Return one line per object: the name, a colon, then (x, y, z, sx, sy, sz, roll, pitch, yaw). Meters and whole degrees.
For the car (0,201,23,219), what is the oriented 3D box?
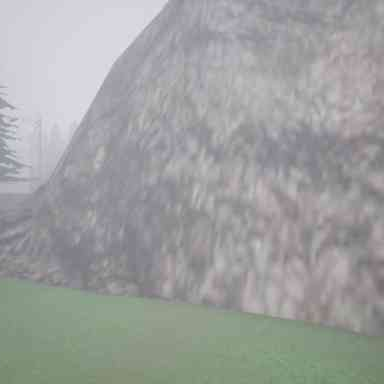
car: (-16.156, 1.491, 26.671, 2.128, 1.511, 4.902, 0, 0, 29)
